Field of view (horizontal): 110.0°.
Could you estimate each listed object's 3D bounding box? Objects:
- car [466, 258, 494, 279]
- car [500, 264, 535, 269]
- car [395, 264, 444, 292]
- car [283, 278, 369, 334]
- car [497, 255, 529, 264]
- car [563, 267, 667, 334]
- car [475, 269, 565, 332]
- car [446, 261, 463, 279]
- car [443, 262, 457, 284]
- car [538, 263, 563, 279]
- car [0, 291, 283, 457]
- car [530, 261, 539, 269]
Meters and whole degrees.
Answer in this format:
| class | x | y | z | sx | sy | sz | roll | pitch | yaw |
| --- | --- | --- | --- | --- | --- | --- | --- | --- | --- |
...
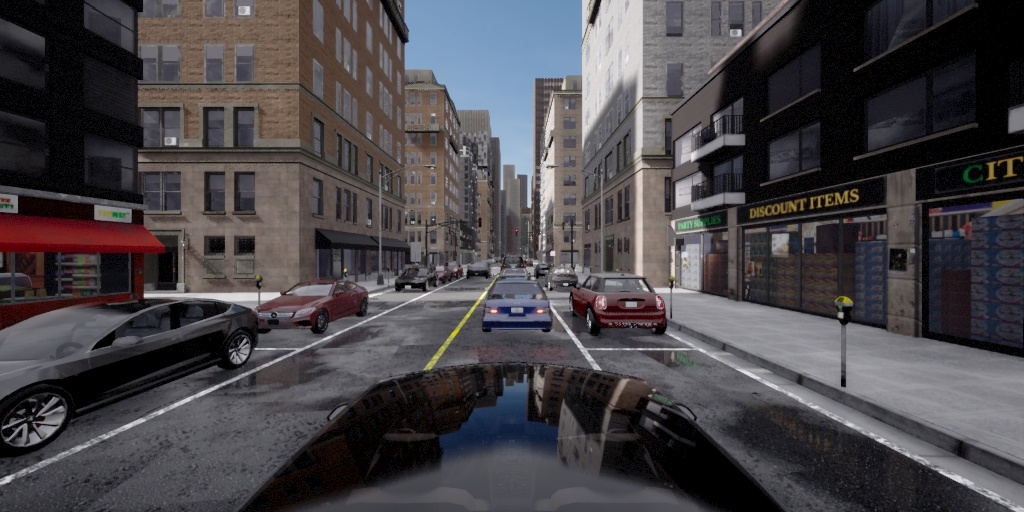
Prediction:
| class | x | y | z | sx | sy | sz | roll | pitch | yaw |
| --- | --- | --- | --- | --- | --- | --- | --- | --- | --- |
| car | -2.936 | 1.231 | 32.286 | 1.882 | 1.535 | 5.008 | 0 | 0 | 1 |
| car | 0.149 | 1.352 | 21.285 | 1.895 | 1.301 | 4.718 | 0 | 0 | 0 |
| car | -5.619 | 1.317 | 21.589 | 1.948 | 1.339 | 4.313 | 0 | 0 | 0 |
| car | -5.648 | 1.332 | 10.587 | 1.802 | 1.307 | 4.207 | 0 | 0 | 0 |
| car | 0.086 | 0.974 | 31.317 | 2.150 | 2.045 | 5.566 | 0 | 0 | 0 |
| car | 2.877 | 1.189 | 10.564 | 1.967 | 1.591 | 4.097 | 0 | 0 | 0 |
| car | 0.123 | 1.297 | 10.780 | 2.033 | 1.411 | 5.357 | 0 | 0 | 0 |
| car | -5.589 | 1.193 | 32.592 | 1.967 | 1.591 | 4.097 | 0 | 0 | 0 |
| car | -5.604 | 1.334 | 27.091 | 1.802 | 1.307 | 4.207 | 0 | 0 | 0 |
| car | 2.906 | 1.301 | 21.566 | 2.007 | 1.370 | 4.403 | 0 | 0 | 0 |
| car | -5.664 | 1.316 | 5.086 | 1.948 | 1.339 | 4.313 | 0 | 0 | 0 |
| car | 2.936 | 1.319 | 32.569 | 1.948 | 1.339 | 4.313 | 0 | 0 | 0 |
